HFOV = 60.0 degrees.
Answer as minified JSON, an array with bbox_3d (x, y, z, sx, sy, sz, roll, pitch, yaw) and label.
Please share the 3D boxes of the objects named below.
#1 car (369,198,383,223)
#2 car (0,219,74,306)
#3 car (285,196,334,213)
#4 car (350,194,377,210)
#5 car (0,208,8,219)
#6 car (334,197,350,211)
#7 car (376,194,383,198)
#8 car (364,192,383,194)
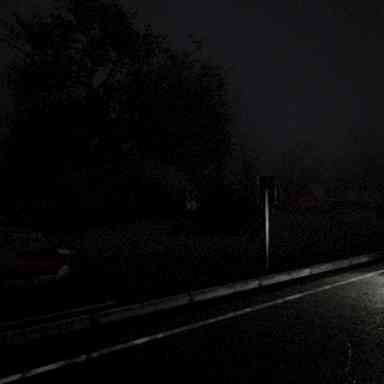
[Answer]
[{"bbox_3d":[14.636,1.380,21.609,2.163,1.488,4.792,0,0,-35],"label":"car"},{"bbox_3d":[-4.282,1.577,7.947,2.002,1.452,4.674,0,-1,-35],"label":"car"},{"bbox_3d":[12.015,1.214,35.077,2.185,1.767,4.553,0,0,-35],"label":"car"},{"bbox_3d":[18.918,1.328,39.987,2.231,1.521,4.892,0,0,-35],"label":"car"},{"bbox_3d":[-11.700,1.408,18.665,2.185,1.767,4.553,0,0,-35],"label":"car"},{"bbox_3d":[14.206,1.335,36.654,2.097,1.535,5.008,0,0,-35],"label":"car"},{"bbox_3d":[21.145,1.353,41.512,2.163,1.488,4.792,0,0,-35],"label":"car"},{"bbox_3d":[25.761,1.063,44.766,2.435,2.045,5.566,0,0,-35],"label":"car"}]
